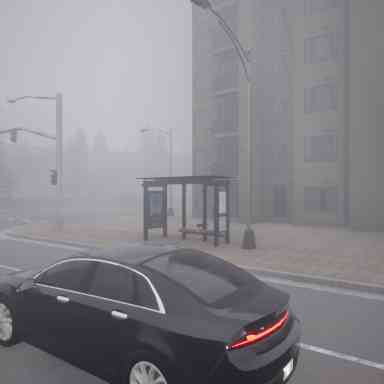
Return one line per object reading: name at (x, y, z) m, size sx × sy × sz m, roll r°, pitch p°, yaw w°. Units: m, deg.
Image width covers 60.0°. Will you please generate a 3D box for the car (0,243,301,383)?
car at (-1.020, 1.505, 4.710) m, size 4.892 × 1.490 × 1.837 m, roll 0°, pitch 0°, yaw 35°
